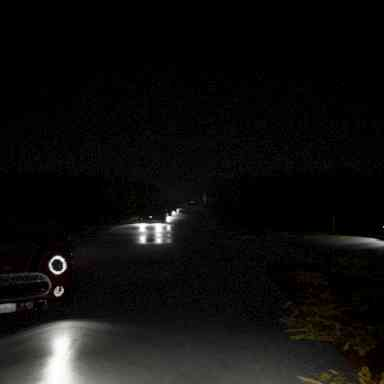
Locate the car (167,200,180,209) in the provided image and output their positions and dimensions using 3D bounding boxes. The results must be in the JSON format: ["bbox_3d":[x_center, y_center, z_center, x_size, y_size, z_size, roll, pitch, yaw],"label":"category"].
[{"bbox_3d":[-3.054,2.074,56.692,1.837,1.490,4.892,0,-2,1],"label":"car"}]

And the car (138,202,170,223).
[{"bbox_3d":[-3.141,1.736,27.295,1.994,1.385,4.181,0,-1,0],"label":"car"}]

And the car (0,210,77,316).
[{"bbox_3d":[-3.829,1.360,7.700,2.097,1.767,4.553,0,0,-18],"label":"car"}]

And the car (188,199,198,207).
[{"bbox_3d":[0.224,2.293,68.909,2.128,1.511,4.902,0,-1,0],"label":"car"}]

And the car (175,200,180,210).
[{"bbox_3d":[-3.106,1.771,45.500,2.128,1.511,4.902,0,-1,0],"label":"car"}]

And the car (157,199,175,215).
[{"bbox_3d":[-3.130,1.706,36.131,1.837,1.490,4.892,0,0,0],"label":"car"}]
